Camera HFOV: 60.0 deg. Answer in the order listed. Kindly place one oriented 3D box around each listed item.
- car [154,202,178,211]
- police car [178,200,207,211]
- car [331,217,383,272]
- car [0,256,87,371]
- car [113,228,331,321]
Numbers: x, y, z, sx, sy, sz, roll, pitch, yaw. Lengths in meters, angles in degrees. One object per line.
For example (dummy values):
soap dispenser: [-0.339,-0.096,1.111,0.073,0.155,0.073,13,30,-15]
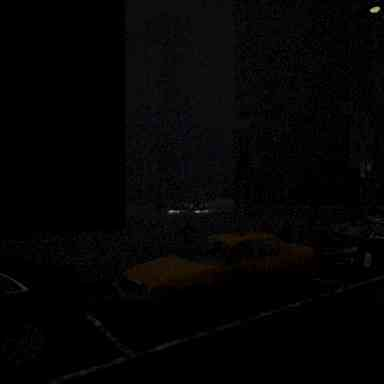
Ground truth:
car: [-4.034,2.215,52.290,2.033,1.411,5.357,-1,-1,-35]
police car: [0.408,2.089,51.790,2.038,1.542,4.974,-1,-1,-36]
car: [5.394,1.489,10.493,4.403,1.369,2.008,0,0,-35]
car: [-3.585,1.555,4.093,4.403,1.369,2.008,0,0,-35]
car: [0.766,1.497,7.194,4.829,1.417,1.752,0,0,-35]
